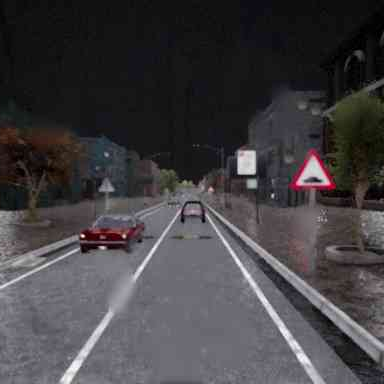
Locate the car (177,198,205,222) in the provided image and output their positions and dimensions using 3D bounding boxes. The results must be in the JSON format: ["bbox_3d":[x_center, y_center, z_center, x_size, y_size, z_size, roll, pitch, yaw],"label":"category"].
[{"bbox_3d":[0.082,1.488,27.349,2.033,1.649,4.856,0,0,0],"label":"car"}]

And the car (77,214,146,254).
[{"bbox_3d":[-3.100,1.607,13.705,1.895,1.301,4.718,1,0,0],"label":"car"}]

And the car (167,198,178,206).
[{"bbox_3d":[-3.078,1.634,56.736,1.994,1.385,4.181,0,0,0],"label":"car"}]

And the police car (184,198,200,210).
[{"bbox_3d":[0.058,1.585,45.205,2.038,1.542,4.974,0,0,0],"label":"police car"}]
